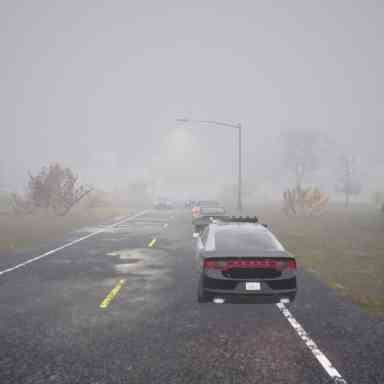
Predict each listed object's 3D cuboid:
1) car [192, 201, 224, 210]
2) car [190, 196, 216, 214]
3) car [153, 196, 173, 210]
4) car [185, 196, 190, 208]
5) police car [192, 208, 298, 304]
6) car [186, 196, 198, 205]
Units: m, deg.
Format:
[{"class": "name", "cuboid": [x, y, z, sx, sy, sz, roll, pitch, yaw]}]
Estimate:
[{"class": "car", "cuboid": [1.057, 1.487, 18.218, 1.837, 1.490, 4.892, 0, 0, 0]}, {"class": "car", "cuboid": [1.059, 1.323, 24.190, 2.097, 1.767, 4.553, 0, 0, 0]}, {"class": "car", "cuboid": [-3.487, 1.288, 40.541, 2.097, 1.767, 4.553, 0, 0, 0]}, {"class": "car", "cuboid": [0.048, 1.524, 45.469, 1.895, 1.301, 4.718, 0, 0, 0]}, {"class": "police car", "cuboid": [1.053, 1.419, 8.327, 1.930, 1.638, 5.238, 0, 0, 0]}, {"class": "car", "cuboid": [0.018, 1.430, 58.613, 2.033, 1.411, 5.357, 0, 0, 0]}]
